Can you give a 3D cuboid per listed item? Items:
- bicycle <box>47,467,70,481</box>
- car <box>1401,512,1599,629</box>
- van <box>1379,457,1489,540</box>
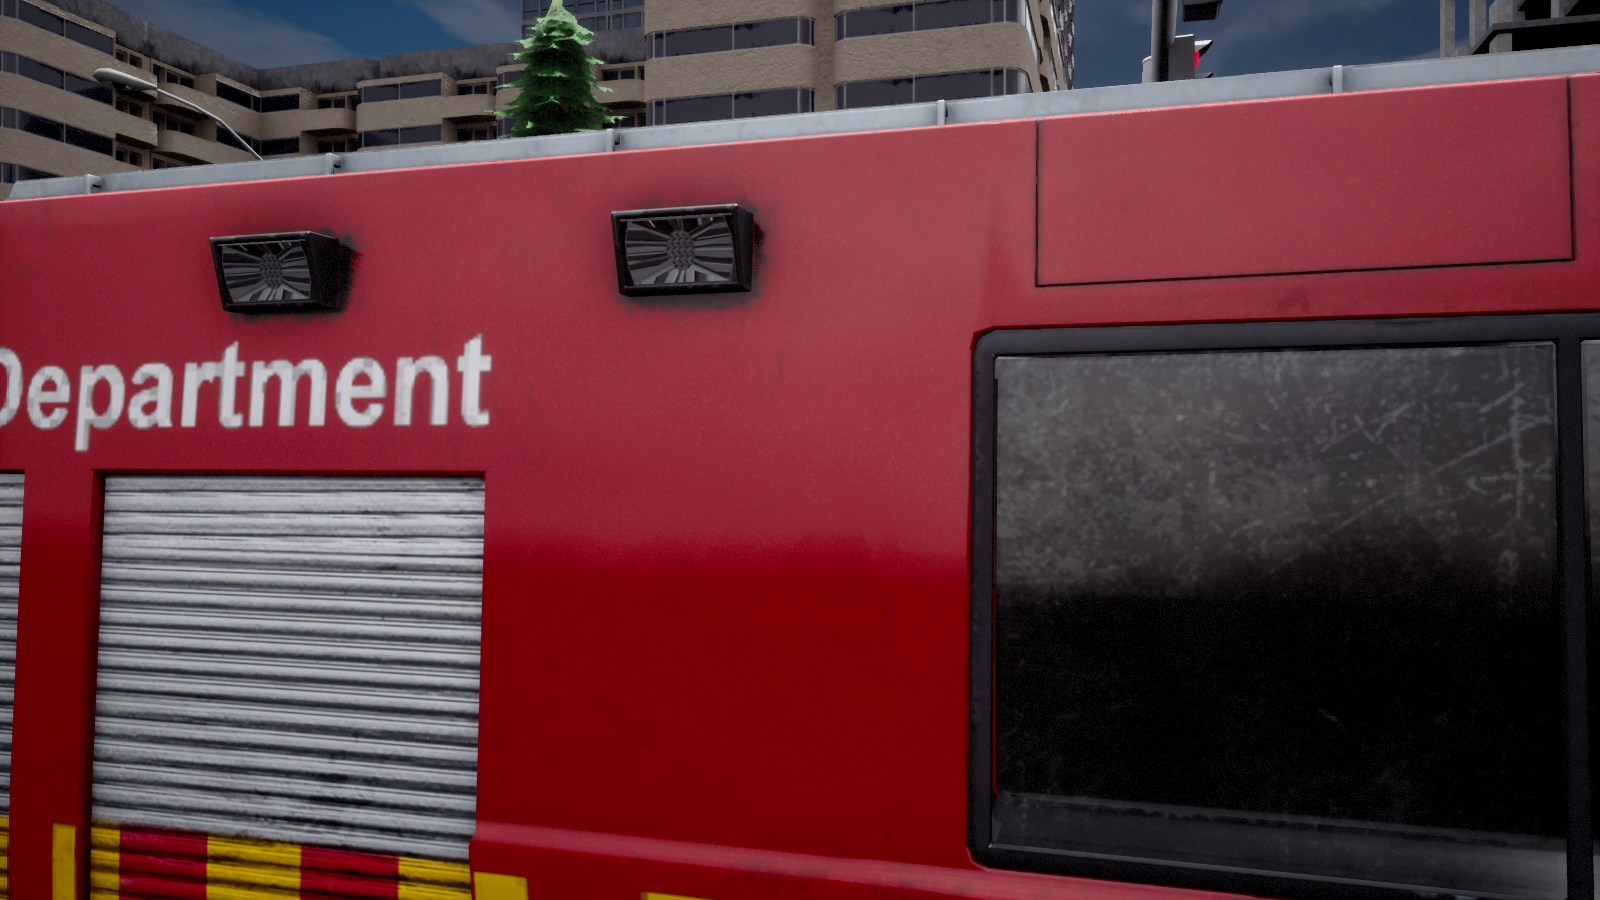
[{"bbox_3d":[-65.142,2.102,100.377,1.487,1.276,0.859,0,0,15],"label":"bicycle"},{"bbox_3d":[12.484,2.037,20.491,2.038,1.542,4.974,0,0,16],"label":"car"},{"bbox_3d":[21.348,1.535,38.741,1.988,2.561,5.915,0,0,16],"label":"van"}]
